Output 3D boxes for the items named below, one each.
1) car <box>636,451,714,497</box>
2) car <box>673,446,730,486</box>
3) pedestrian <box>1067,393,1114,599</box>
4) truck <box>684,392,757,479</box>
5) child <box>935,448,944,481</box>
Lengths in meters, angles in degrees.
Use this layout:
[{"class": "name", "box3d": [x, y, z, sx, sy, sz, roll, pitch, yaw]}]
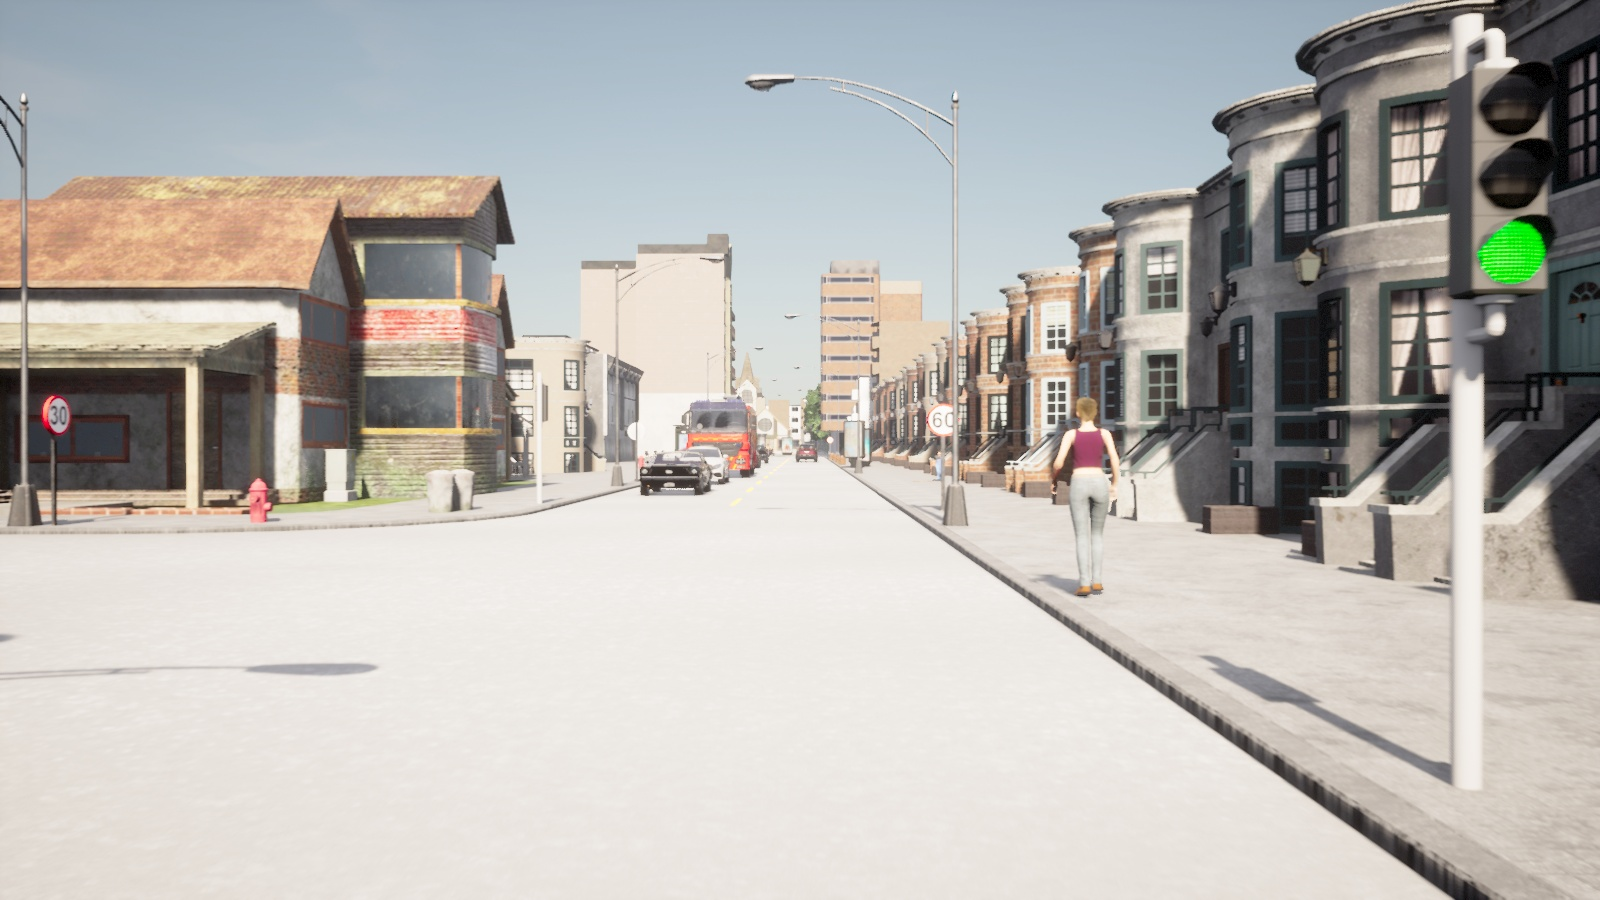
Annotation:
[{"class": "car", "box3d": [-3.783, 0.688, 38.651, 1.895, 1.301, 4.718, 0, 0, 1]}, {"class": "car", "box3d": [-3.732, 0.573, 48.444, 1.812, 1.442, 4.674, 0, 0, 0]}, {"class": "pedestrian", "box3d": [2.664, 0.412, 11.534, 0.345, 1.836, 0.594, 0, 0, 6]}, {"class": "truck", "box3d": [-3.666, -0.664, 59.990, 2.891, 3.827, 8.468, 0, 0, 0]}, {"class": "child", "box3d": [5.287, 0.543, 47.634, 0.270, 1.263, 0.437, 0, 0, -1]}]
